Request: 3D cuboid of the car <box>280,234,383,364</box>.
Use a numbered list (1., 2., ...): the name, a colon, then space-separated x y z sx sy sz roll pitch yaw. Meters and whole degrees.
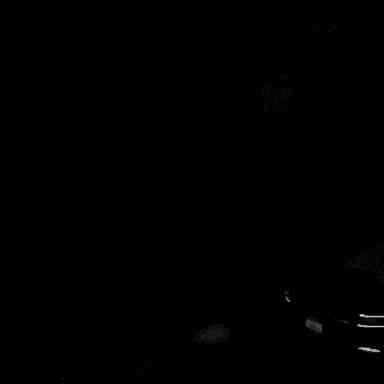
1. car: 3.689 1.495 5.762 5.008 1.535 1.882 0 0 -33
